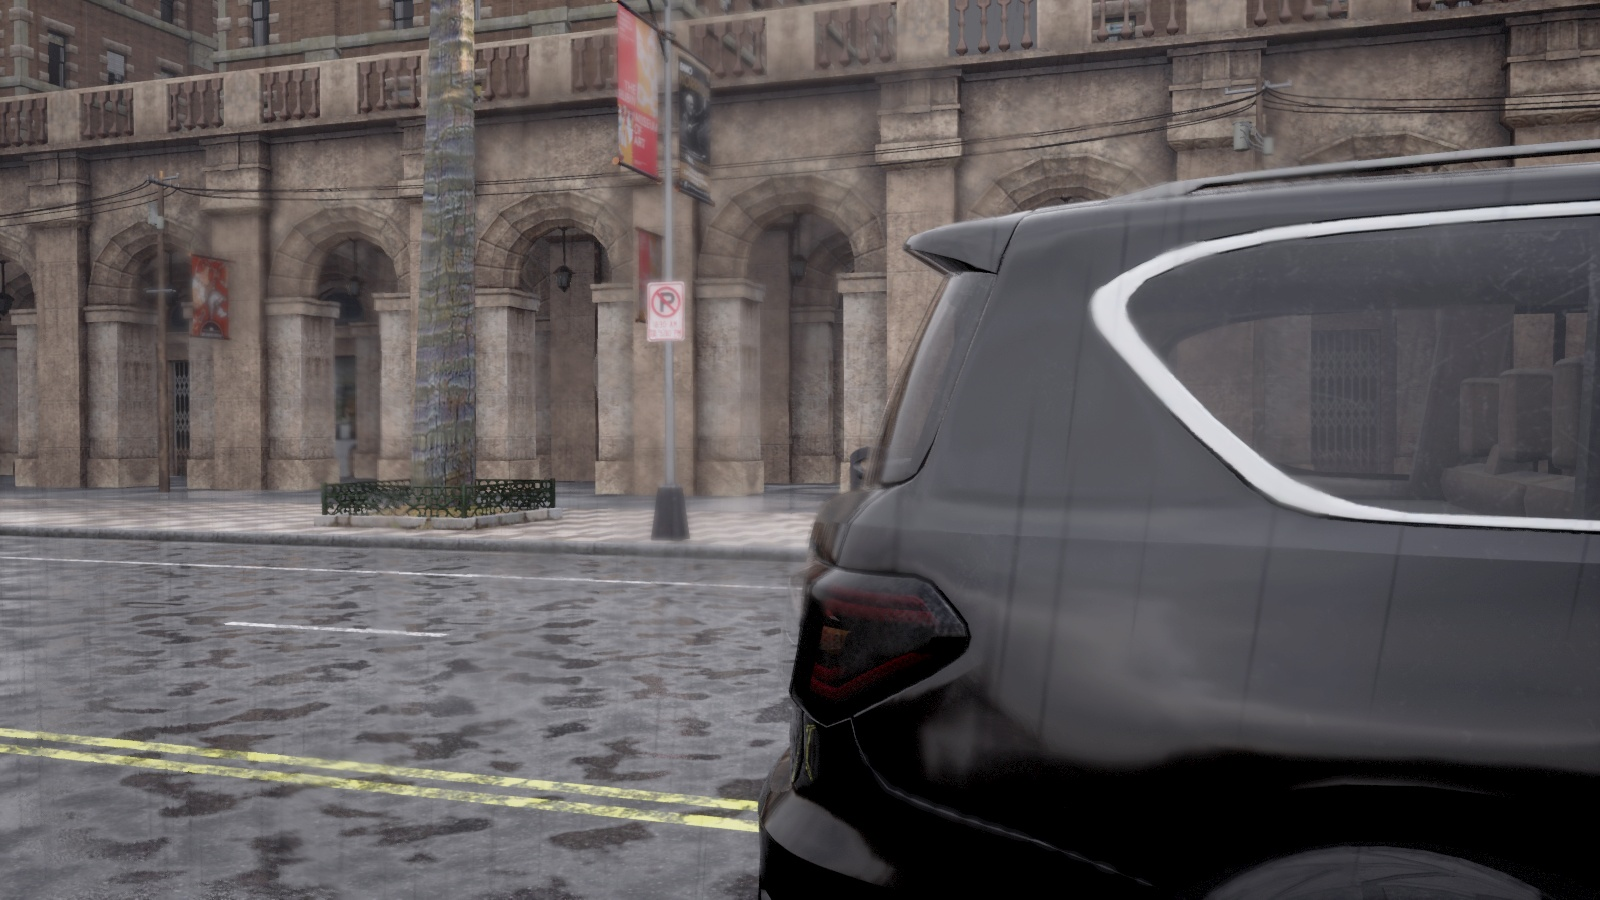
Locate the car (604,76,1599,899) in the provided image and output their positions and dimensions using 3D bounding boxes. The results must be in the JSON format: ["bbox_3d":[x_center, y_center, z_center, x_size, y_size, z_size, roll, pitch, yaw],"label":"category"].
[{"bbox_3d":[2.642,0.519,2.301,5.566,2.045,2.150,1,1,19],"label":"car"}]
